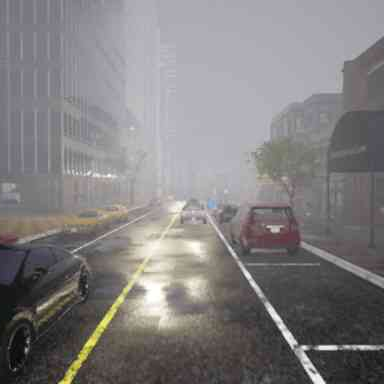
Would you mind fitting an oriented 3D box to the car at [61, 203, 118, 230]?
[{"bbox_3d":[-5.698,1.521,18.447,1.752,1.417,4.829,-1,0,0],"label":"car"}]

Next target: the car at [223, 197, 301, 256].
[{"bbox_3d":[2.678,1.312,13.070,2.192,1.841,5.009,-1,0,0],"label":"car"}]

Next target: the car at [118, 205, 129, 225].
[{"bbox_3d":[-5.697,1.520,23.982,1.752,1.417,4.829,-1,0,0],"label":"car"}]

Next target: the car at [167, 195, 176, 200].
[{"bbox_3d":[-5.822,1.507,89.604,1.752,1.417,4.829,-1,0,0],"label":"car"}]

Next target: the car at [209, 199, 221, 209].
[{"bbox_3d":[2.685,1.575,29.673,1.802,1.307,4.206,-1,0,0],"label":"car"}]

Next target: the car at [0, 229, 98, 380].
[{"bbox_3d":[-3.098,1.563,5.320,1.994,1.385,4.181,0,0,0],"label":"car"}]

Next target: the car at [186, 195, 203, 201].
[{"bbox_3d":[0.109,1.516,44.175,1.812,1.442,4.674,0,0,0],"label":"car"}]

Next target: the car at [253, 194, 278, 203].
[{"bbox_3d":[16.541,1.406,75.071,5.009,1.841,2.192,1,0,1],"label":"car"}]

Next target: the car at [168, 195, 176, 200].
[{"bbox_3d":[-5.649,1.547,95.418,1.947,1.339,4.313,-1,0,0],"label":"car"}]

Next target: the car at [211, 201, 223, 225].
[{"bbox_3d":[2.684,1.560,24.138,1.947,1.339,4.313,-1,0,0],"label":"car"}]

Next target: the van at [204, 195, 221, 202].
[{"bbox_3d":[2.684,1.332,40.741,1.690,1.788,3.998,-1,0,0],"label":"van"}]

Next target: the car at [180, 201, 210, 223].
[{"bbox_3d":[0.105,1.595,25.475,1.895,1.301,4.718,0,0,0],"label":"car"}]

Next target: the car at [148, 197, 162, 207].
[{"bbox_3d":[-5.693,1.428,51.827,1.967,1.590,4.097,-1,0,0],"label":"car"}]

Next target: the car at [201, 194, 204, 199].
[{"bbox_3d":[2.696,1.421,95.362,1.967,1.590,4.097,-1,0,0],"label":"car"}]
